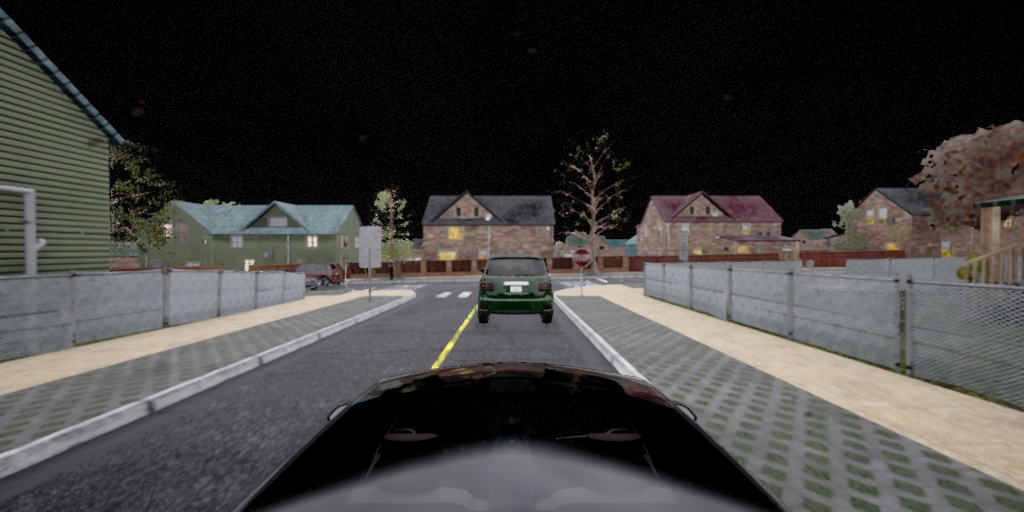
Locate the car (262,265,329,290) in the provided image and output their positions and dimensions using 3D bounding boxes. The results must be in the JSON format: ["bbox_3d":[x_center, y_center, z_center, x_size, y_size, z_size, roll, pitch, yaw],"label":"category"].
[{"bbox_3d":[-14.617,1.576,22.844,4.674,1.442,1.812,-1,1,0],"label":"car"}]

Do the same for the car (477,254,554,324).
[{"bbox_3d":[0.091,0.960,12.018,2.150,2.045,5.566,0,0,0],"label":"car"}]

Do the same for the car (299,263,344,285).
[{"bbox_3d":[-14.687,1.357,25.800,4.553,1.767,2.097,-1,1,0],"label":"car"}]

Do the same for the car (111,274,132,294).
[{"bbox_3d":[-24.894,1.819,22.834,4.674,1.442,1.812,-1,1,0],"label":"car"}]

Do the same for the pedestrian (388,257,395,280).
[{"bbox_3d":[-9.642,0.982,28.703,0.375,1.860,0.375,0,2,0],"label":"pedestrian"}]
